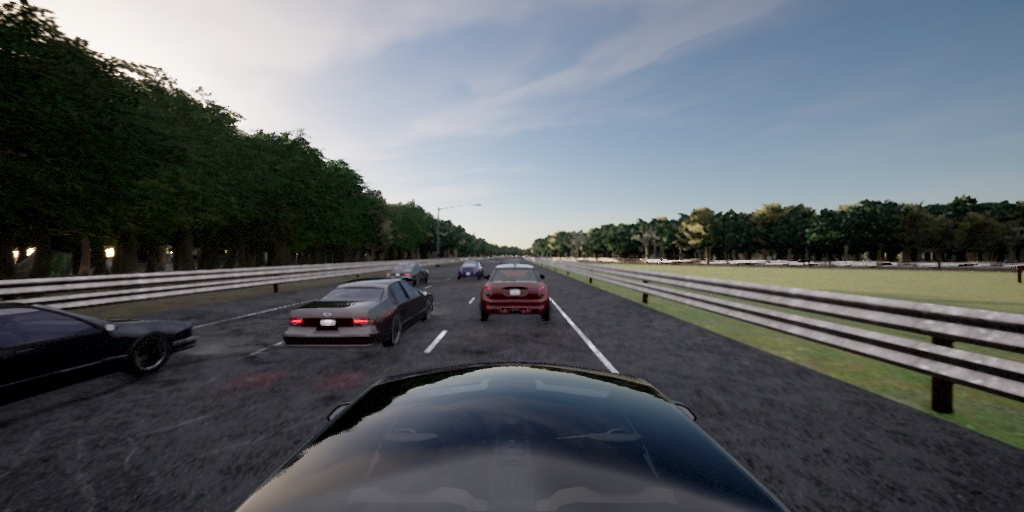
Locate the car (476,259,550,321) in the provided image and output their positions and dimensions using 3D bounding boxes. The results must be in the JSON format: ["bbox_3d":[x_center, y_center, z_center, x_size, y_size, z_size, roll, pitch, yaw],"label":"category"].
[{"bbox_3d":[0.091,1.066,12.475,2.097,1.767,4.553,0,0,0],"label":"car"}]

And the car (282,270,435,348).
[{"bbox_3d":[-3.406,1.273,9.147,2.033,1.411,5.357,0,0,0],"label":"car"}]

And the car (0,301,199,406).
[{"bbox_3d":[-6.918,1.270,4.338,2.033,1.411,5.357,0,0,0],"label":"car"}]

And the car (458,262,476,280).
[{"bbox_3d":[-3.413,1.193,30.180,1.812,1.442,4.674,0,0,0],"label":"car"}]

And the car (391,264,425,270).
[{"bbox_3d":[-6.920,1.217,24.224,2.033,1.411,5.357,0,0,0],"label":"car"}]
